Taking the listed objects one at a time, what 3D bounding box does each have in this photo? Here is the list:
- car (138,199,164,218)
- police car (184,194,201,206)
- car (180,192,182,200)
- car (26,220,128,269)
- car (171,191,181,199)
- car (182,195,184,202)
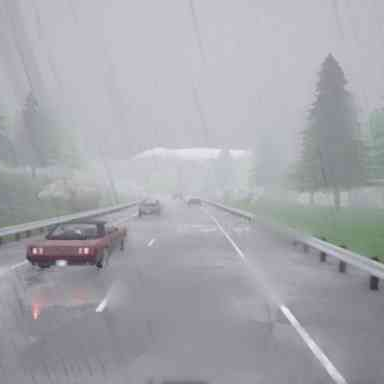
[{"bbox_3d":[-3.481,1.379,28.806,2.128,1.511,4.902,0,0,-1],"label":"car"},{"bbox_3d":[0.272,1.231,49.656,1.930,1.638,5.238,0,0,-3],"label":"police car"},{"bbox_3d":[-0.874,1.249,65.706,1.837,1.490,4.892,0,0,-5],"label":"car"},{"bbox_3d":[-3.401,1.558,10.907,1.895,1.301,4.718,0,0,0],"label":"car"},{"bbox_3d":[-3.538,0.779,82.512,2.150,2.045,5.566,0,0,-6],"label":"car"},{"bbox_3d":[-0.381,1.293,59.651,1.812,1.442,4.674,0,0,-4],"label":"car"}]
